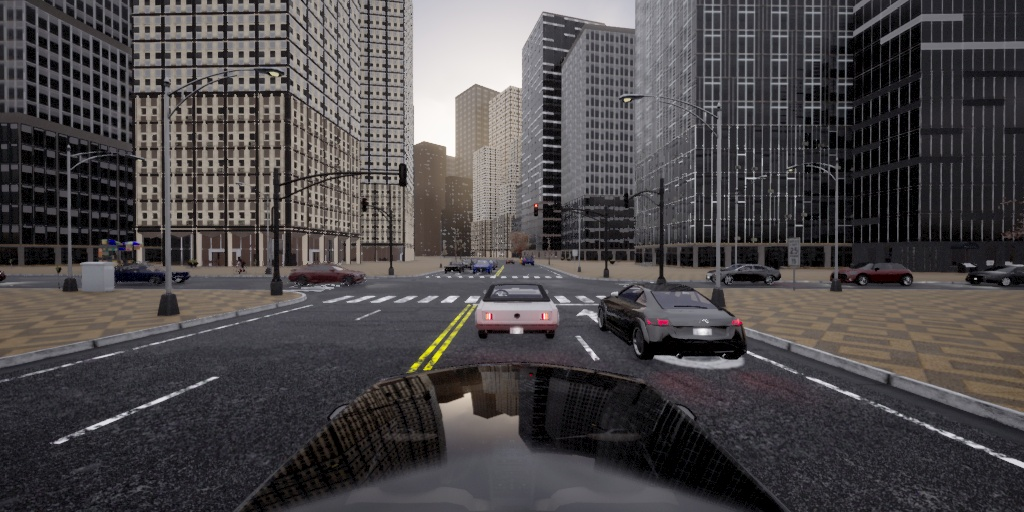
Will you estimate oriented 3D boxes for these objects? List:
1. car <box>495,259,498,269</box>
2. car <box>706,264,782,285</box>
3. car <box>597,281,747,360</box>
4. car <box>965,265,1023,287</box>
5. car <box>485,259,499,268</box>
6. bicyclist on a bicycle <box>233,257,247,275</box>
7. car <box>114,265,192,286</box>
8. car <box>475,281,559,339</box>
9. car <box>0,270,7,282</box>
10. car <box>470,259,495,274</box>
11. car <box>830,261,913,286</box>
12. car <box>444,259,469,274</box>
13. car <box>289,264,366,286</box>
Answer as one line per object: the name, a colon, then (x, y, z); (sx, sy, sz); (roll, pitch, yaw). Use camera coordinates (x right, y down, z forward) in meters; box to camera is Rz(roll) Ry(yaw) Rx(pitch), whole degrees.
car: (-3.282, 1.230, 50.032); (1.812, 1.442, 4.674); (0, 0, 0)
car: (16.849, 1.302, 26.211); (4.902, 1.511, 2.128); (0, 0, 1)
car: (3.364, 1.312, 8.361); (1.994, 1.385, 4.181); (0, 0, 0)
car: (35.832, 1.401, 25.779); (4.892, 1.490, 1.837); (0, 0, 1)
car: (-3.270, 1.231, 60.410); (2.033, 1.411, 5.357); (0, 0, 0)
bicyclist on a bicycle: (-24.665, 0.872, 32.554); (0.582, 1.620, 1.656); (0, 1, 1)
car: (-24.287, 1.247, 23.812); (4.718, 1.301, 1.895); (0, 0, 2)
car: (0.111, 1.348, 10.078); (1.895, 1.301, 4.718); (0, 0, 0)
car: (-37.197, 1.111, 24.148); (4.674, 1.442, 1.812); (0, 0, 2)
car: (-3.296, 1.199, 40.688); (1.882, 1.535, 5.008); (0, 0, 0)
car: (25.932, 1.204, 26.004); (4.553, 1.767, 2.097); (0, 0, 1)
car: (-6.547, 1.321, 41.361); (1.895, 1.301, 4.718); (0, 0, 0)
car: (-12.229, 1.224, 23.913); (4.674, 1.442, 1.812); (0, 1, -6)
